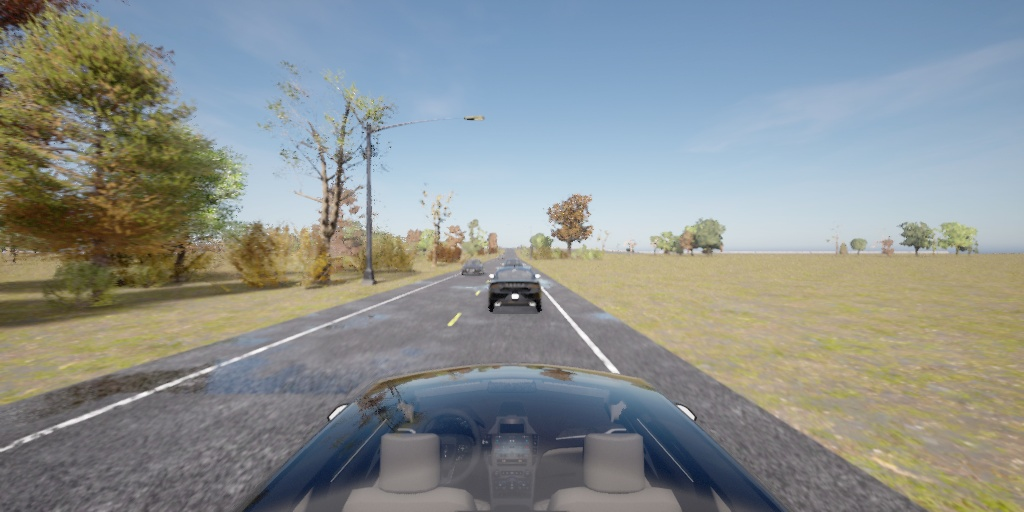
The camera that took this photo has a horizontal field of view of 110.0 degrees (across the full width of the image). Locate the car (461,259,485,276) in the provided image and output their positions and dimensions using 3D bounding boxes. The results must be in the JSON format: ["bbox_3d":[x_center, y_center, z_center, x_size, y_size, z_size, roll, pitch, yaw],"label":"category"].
[{"bbox_3d":[-3.576,1.054,33.395,1.837,1.490,4.892,0,1,0],"label":"car"}]

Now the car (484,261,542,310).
[{"bbox_3d":[0.103,1.150,14.179,1.882,1.535,5.008,0,0,0],"label":"car"}]

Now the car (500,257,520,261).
[{"bbox_3d":[0.107,1.059,32.662,1.837,1.490,4.892,0,0,0],"label":"car"}]
